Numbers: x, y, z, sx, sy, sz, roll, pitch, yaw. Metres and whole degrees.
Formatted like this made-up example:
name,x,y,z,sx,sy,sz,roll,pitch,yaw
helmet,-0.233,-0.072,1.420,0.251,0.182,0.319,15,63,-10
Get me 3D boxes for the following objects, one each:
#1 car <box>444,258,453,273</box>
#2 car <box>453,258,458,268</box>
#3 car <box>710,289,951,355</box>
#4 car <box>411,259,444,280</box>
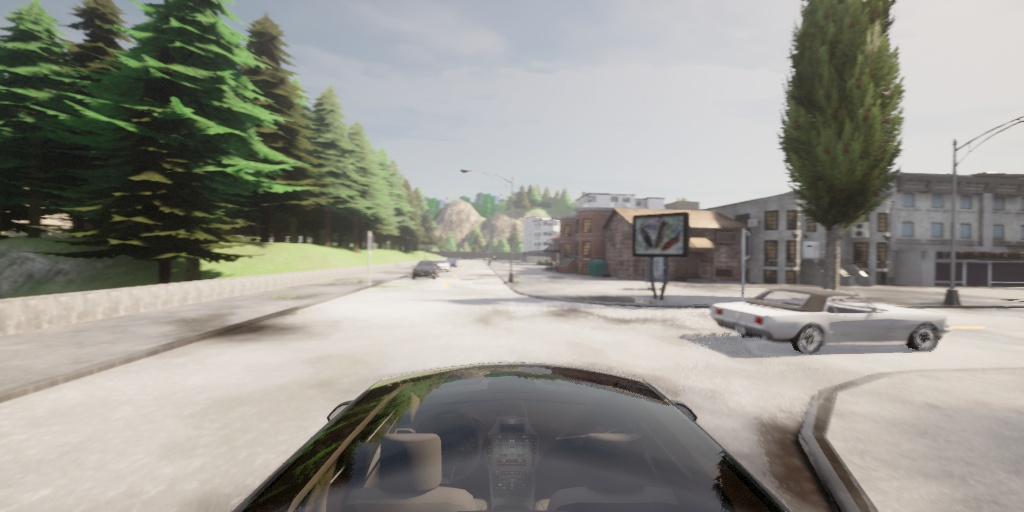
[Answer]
name,x,y,z,sx,sy,sz,roll,pitch,yaw
car,-8.032,1.086,40.341,1.812,1.442,4.674,1,0,-6
car,-9.419,1.039,55.082,1.812,1.442,4.674,1,0,-5
car,7.482,1.459,8.580,4.718,1.301,1.895,1,0,-7
car,-6.982,1.099,29.429,1.837,1.490,4.892,1,0,-5
